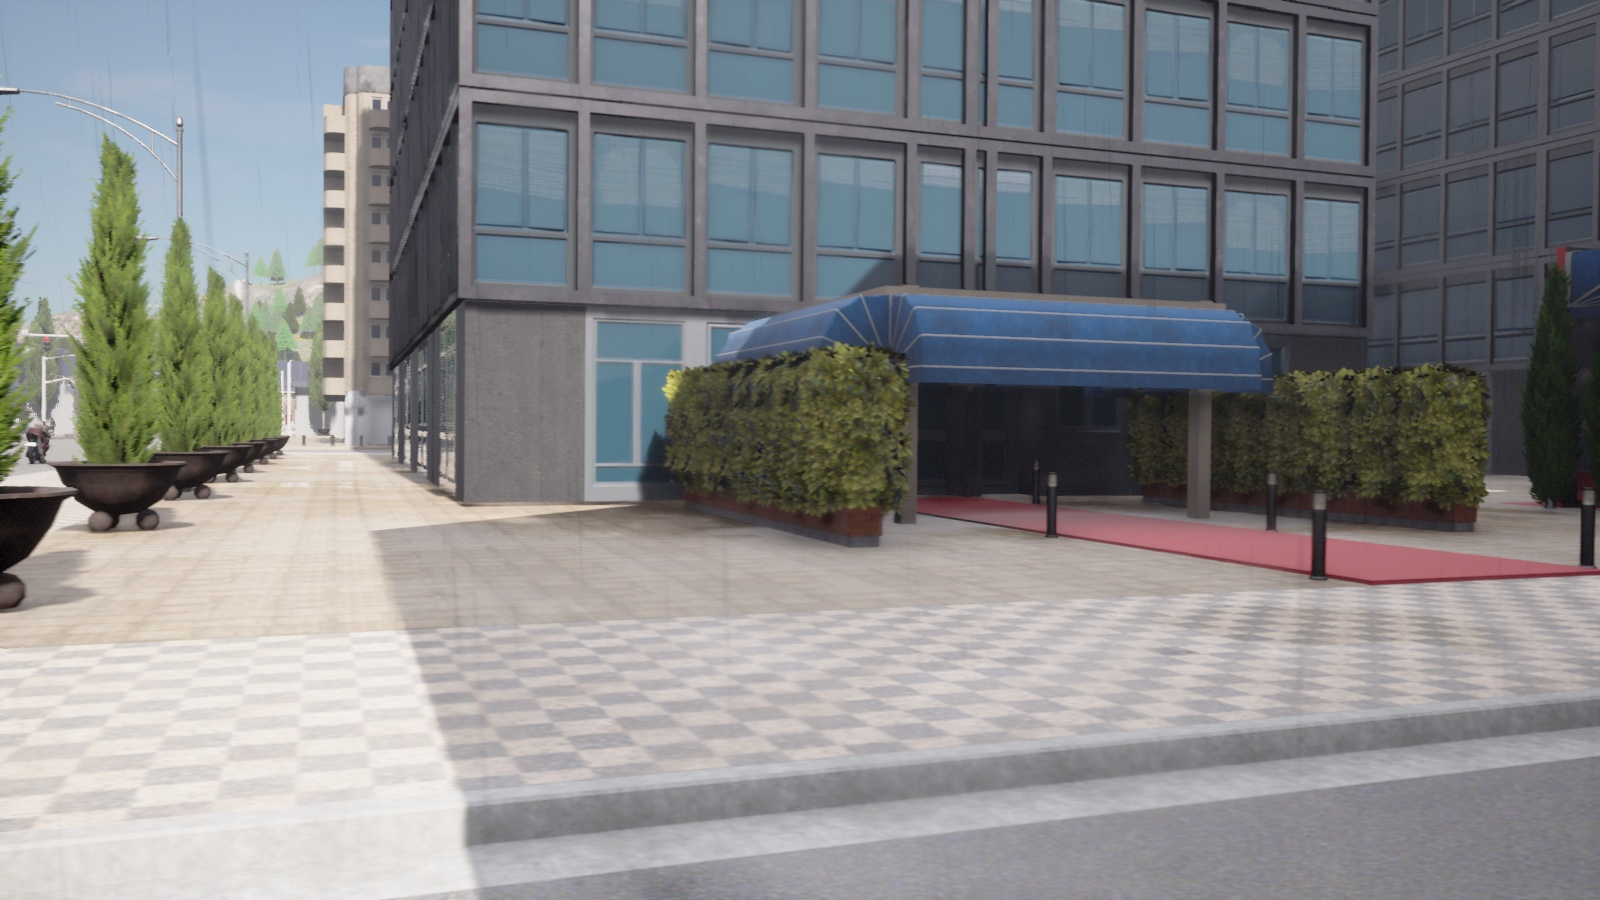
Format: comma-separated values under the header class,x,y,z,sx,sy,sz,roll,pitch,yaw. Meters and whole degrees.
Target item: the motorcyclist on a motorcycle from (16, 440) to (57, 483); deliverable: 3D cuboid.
class,x,y,z,sx,sy,sz,roll,pitch,yaw
motorcyclist on a motorcycle,-28.070,0.407,46.216,0.866,1.530,2.191,-1,1,-20
